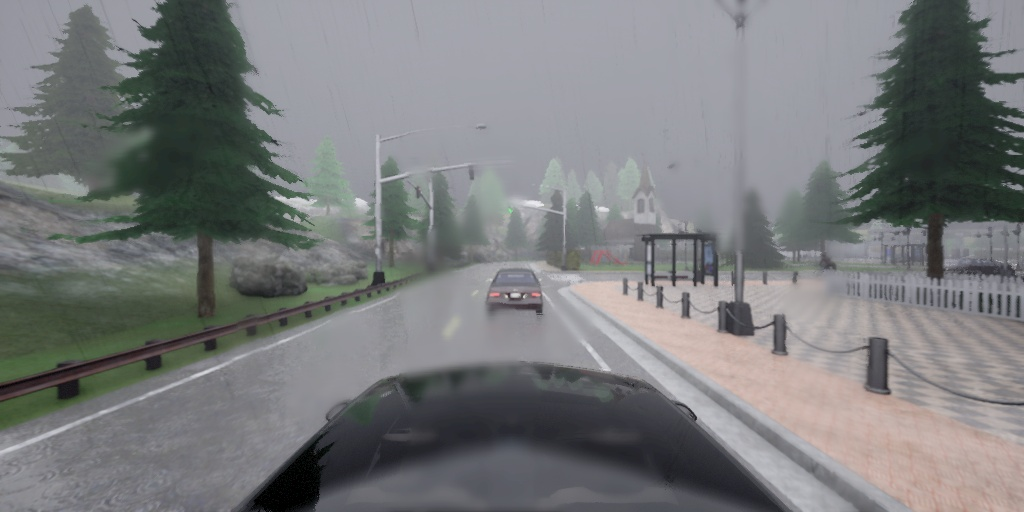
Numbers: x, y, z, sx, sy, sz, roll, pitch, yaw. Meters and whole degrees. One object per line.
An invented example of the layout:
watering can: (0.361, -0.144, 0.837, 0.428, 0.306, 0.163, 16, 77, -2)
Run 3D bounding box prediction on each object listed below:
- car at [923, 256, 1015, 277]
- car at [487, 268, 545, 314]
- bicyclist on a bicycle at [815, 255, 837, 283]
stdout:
car: (36.350, 0.911, 28.535, 5.357, 1.411, 2.033, 0, 1, 0)
car: (0.126, 1.140, 12.807, 2.033, 1.411, 5.357, 0, 1, 1)
bicyclist on a bicycle: (18.438, 0.766, 21.012, 0.582, 1.620, 1.656, 0, 1, 0)
